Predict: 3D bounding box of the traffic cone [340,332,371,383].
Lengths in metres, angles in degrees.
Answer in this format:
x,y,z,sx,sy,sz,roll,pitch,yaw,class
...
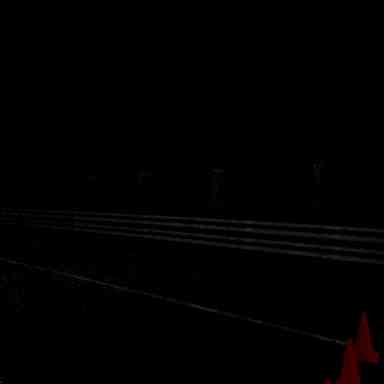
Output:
x,y,z,sx,sy,sz,roll,pitch,yaw,class
1.774,1.952,3.748,0.340,0.580,0.340,0,0,36,traffic cone

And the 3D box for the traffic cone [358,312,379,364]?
x,y,z,sx,sy,sz,roll,pitch,yaw,class
2.355,1.952,4.562,0.340,0.580,0.340,0,0,35,traffic cone

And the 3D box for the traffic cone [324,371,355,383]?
x,y,z,sx,sy,sz,roll,pitch,yaw,class
1.194,1.952,2.934,0.340,0.580,0.340,0,0,35,traffic cone
